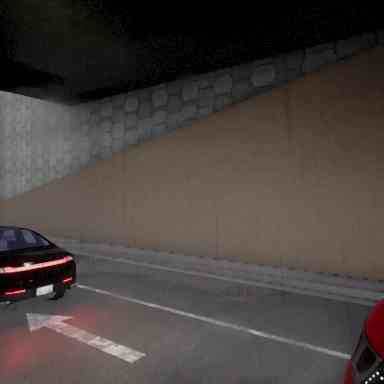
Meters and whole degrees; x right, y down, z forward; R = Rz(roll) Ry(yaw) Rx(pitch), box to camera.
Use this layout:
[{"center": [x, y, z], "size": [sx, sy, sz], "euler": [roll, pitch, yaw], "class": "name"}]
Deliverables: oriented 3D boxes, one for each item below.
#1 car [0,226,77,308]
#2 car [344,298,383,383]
[{"center": [-4.527, 1.491, 7.199], "size": [4.902, 1.511, 2.128], "euler": [0, 0, 36], "class": "car"}, {"center": [3.650, 1.222, 1.340], "size": [5.566, 2.045, 2.150], "euler": [0, 0, 35], "class": "car"}]
